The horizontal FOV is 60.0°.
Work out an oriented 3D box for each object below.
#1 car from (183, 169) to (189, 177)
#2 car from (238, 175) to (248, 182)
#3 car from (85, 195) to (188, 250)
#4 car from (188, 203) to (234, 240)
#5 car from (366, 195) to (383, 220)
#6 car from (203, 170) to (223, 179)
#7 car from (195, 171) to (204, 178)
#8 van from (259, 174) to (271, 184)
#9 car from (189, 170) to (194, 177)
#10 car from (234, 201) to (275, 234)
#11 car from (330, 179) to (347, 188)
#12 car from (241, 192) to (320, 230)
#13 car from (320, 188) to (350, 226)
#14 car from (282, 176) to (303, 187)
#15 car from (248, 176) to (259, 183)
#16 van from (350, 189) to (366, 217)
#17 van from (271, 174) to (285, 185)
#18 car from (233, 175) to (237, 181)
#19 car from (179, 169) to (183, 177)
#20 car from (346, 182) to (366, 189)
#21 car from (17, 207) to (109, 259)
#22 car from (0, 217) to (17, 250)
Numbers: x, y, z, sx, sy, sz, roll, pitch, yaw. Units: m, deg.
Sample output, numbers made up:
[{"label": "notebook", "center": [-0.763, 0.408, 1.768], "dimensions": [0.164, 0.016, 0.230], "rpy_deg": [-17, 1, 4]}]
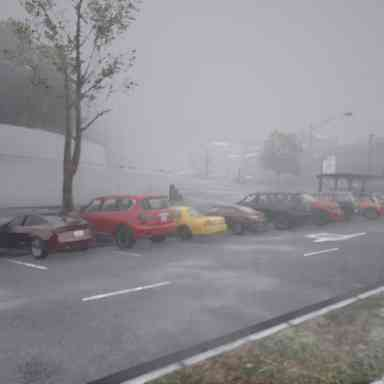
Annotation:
[{"label": "car", "center": [0.359, -4.908, 89.908], "dimensions": [2.185, 1.767, 4.553], "rpy_deg": [4, 1, 33]}, {"label": "car", "center": [12.605, -2.867, 72.757], "dimensions": [2.002, 1.452, 4.674], "rpy_deg": [7, 4, 35]}, {"label": "car", "center": [-3.268, 1.161, 14.219], "dimensions": [5.566, 2.045, 2.435], "rpy_deg": [-1, 0, 35]}, {"label": "car", "center": [-0.944, 1.370, 16.048], "dimensions": [5.366, 1.575, 1.946], "rpy_deg": [-1, 0, 35]}, {"label": "car", "center": [11.549, 1.033, 24.554], "dimensions": [4.553, 1.767, 2.185], "rpy_deg": [-1, 0, 35]}, {"label": "car", "center": [5.745, -4.002, 82.720], "dimensions": [1.946, 1.575, 5.366], "rpy_deg": [6, 4, 34]}, {"label": "car", "center": [3.888, -4.522, 84.975], "dimensions": [2.435, 2.045, 5.566], "rpy_deg": [7, 4, 34]}, {"label": "van", "center": [16.014, -2.585, 67.707], "dimensions": [1.878, 1.987, 4.442], "rpy_deg": [7, 4, 35]}, {"label": "car", "center": [2.092, -4.673, 87.440], "dimensions": [2.185, 1.767, 4.553], "rpy_deg": [6, 3, 34]}, {"label": "car", "center": [1.663, 1.367, 17.676], "dimensions": [4.674, 1.452, 2.002], "rpy_deg": [-1, 0, 35]}, {"label": "car", "center": [24.728, -1.247, 55.499], "dimensions": [2.435, 2.045, 5.566], "rpy_deg": [6, 4, 35]}, {"label": "car", "center": [4.086, 1.034, 19.430], "dimensions": [5.566, 2.045, 2.435], "rpy_deg": [-1, 0, 35]}, {"label": "car", "center": [6.600, 0.991, 21.134], "dimensions": [5.566, 2.045, 2.435], "rpy_deg": [-1, -1, 35]}, {"label": "car", "center": [19.512, -1.814, 62.880], "dimensions": [2.231, 1.521, 4.892], "rpy_deg": [6, 4, 35]}, {"label": "car", "center": [14.439, -2.637, 70.438], "dimensions": [1.946, 1.575, 5.366], "rpy_deg": [6, 4, 35]}, {"label": "van", "center": [9.139, 0.973, 22.804], "dimensions": [4.442, 1.987, 1.878], "rpy_deg": [-1, -1, 35]}, {"label": "van", "center": [17.746, -2.311, 65.238], "dimensions": [1.878, 1.987, 4.442], "rpy_deg": [7, 4, 35]}, {"label": "car", "center": [10.860, -3.140, 75.217], "dimensions": [2.002, 1.452, 4.674], "rpy_deg": [6, 4, 35]}, {"label": "car", "center": [-1.415, -5.184, 92.254], "dimensions": [2.435, 2.045, 5.566], "rpy_deg": [1, -1, 34]}, {"label": "car", "center": [26.426, -0.683, 53.031], "dimensions": [2.002, 1.452, 4.674], "rpy_deg": [6, 4, 35]}, {"label": "car", "center": [-5.709, 1.484, 12.477], "dimensions": [4.792, 1.488, 2.163], "rpy_deg": [-1, 0, 35]}, {"label": "car", "center": [-8.129, 1.500, 10.731], "dimensions": [4.892, 1.521, 2.231], "rpy_deg": [-1, 0, 35]}]
